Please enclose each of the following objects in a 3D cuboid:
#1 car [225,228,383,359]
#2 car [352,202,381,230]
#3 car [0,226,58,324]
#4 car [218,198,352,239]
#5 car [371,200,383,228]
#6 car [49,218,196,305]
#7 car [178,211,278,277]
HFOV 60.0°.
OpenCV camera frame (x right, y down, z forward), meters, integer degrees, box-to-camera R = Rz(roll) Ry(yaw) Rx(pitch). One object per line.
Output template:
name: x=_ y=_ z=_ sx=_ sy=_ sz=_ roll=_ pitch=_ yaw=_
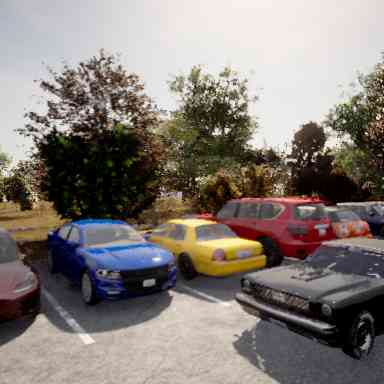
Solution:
car: x=3.061 y=1.598 z=6.089 sx=4.718 sy=1.301 sz=1.895 roll=0 pitch=0 yaw=-35
car: x=4.551 y=1.347 z=13.263 sx=2.185 sy=1.767 sz=4.553 roll=0 pitch=0 yaw=-35
car: x=-4.521 y=1.510 z=6.798 sx=2.163 sy=1.488 sz=4.792 roll=0 pitch=0 yaw=-35
car: x=2.147 y=1.224 z=11.623 sx=2.435 sy=2.045 sz=5.566 roll=0 pitch=0 yaw=-35
car: x=8.948 y=1.343 z=16.475 sx=2.185 sy=1.767 sz=4.553 roll=0 pitch=0 yaw=-35
car: x=-2.273 y=1.478 z=8.444 sx=2.097 sy=1.535 sz=5.008 roll=0 pitch=0 yaw=-35
car: x=-0.212 y=1.474 z=10.134 sx=1.946 sy=1.575 sz=5.366 roll=0 pitch=0 yaw=-35
